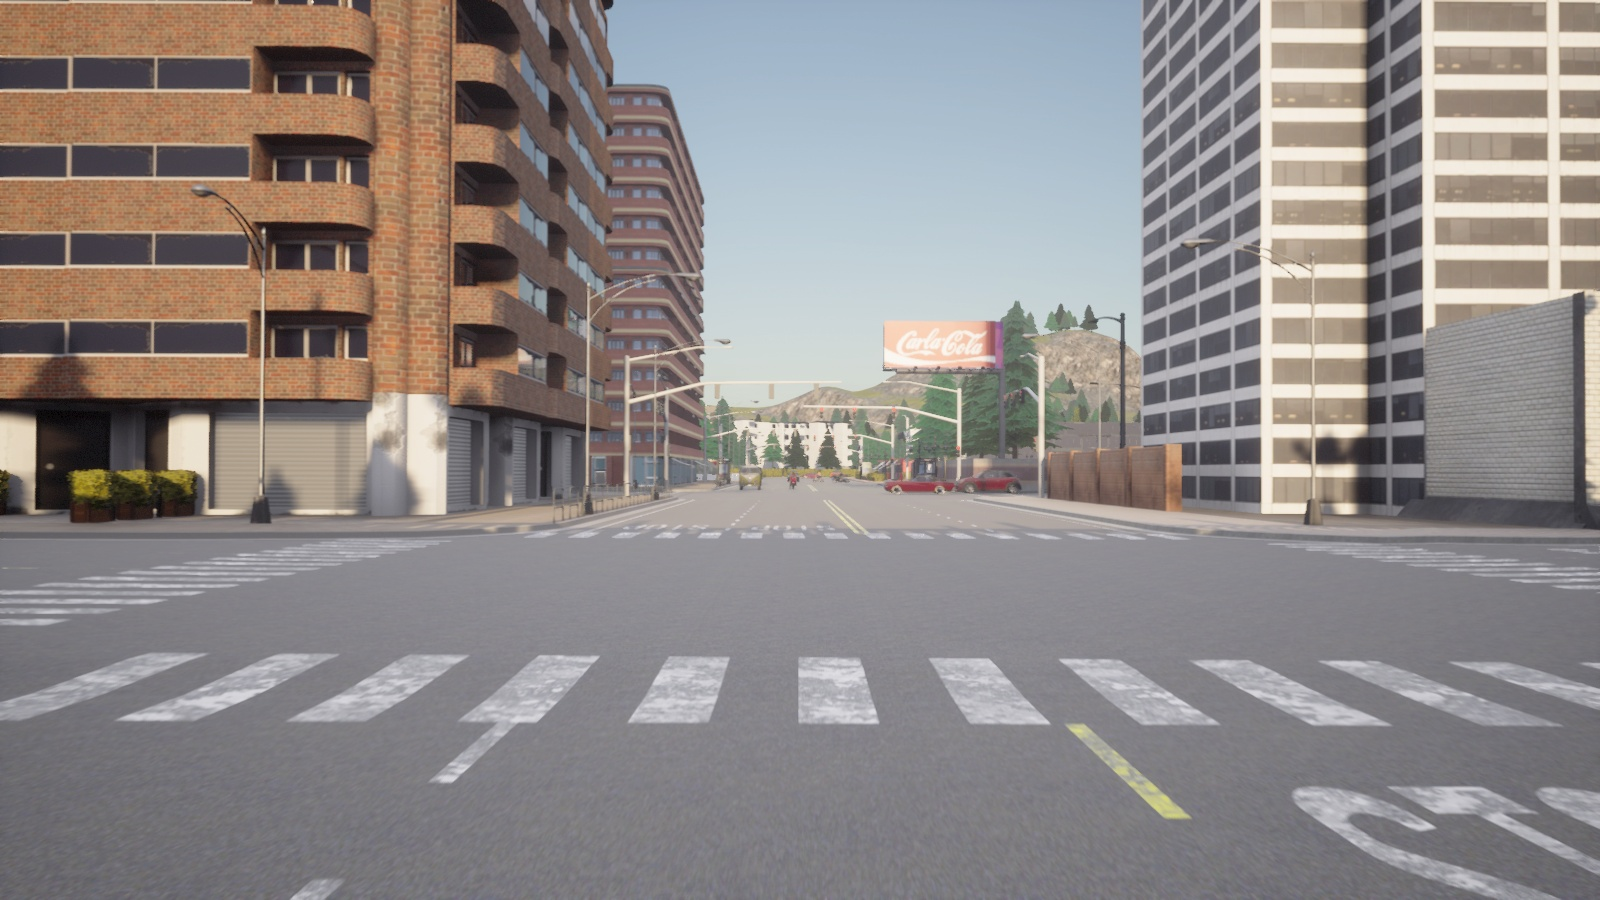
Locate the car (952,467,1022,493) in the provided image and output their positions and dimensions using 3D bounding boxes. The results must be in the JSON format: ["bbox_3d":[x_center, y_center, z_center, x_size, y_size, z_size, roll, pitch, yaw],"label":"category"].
[{"bbox_3d":[13.031,2.091,87.806,4.553,1.767,2.097,0,-1,0],"label":"car"}]

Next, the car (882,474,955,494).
[{"bbox_3d":[7.918,2.295,84.305,4.718,1.301,1.895,0,-1,0],"label":"car"}]
